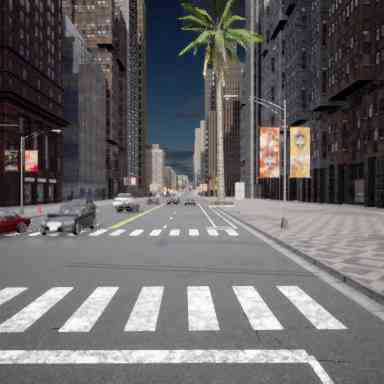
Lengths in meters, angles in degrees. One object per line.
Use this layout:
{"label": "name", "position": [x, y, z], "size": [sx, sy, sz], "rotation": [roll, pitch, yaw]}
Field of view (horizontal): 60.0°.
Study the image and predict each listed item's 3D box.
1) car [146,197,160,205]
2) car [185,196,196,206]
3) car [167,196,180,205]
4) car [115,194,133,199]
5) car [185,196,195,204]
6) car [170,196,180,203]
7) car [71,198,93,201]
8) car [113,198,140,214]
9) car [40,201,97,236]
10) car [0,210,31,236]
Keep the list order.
{"label": "car", "position": [-6.853, 1.609, 58.869], "size": [1.994, 1.385, 4.181], "rotation": [0, 0, 0]}
{"label": "car", "position": [-0.322, 1.586, 56.102], "size": [2.033, 1.411, 5.357], "rotation": [0, 0, 0]}
{"label": "car", "position": [-3.497, 1.647, 59.733], "size": [1.895, 1.301, 4.718], "rotation": [0, 0, -1]}
{"label": "car", "position": [-10.119, 1.247, 49.517], "size": [2.150, 2.045, 5.566], "rotation": [0, 0, 0]}
{"label": "car", "position": [-0.382, 1.539, 66.525], "size": [1.882, 1.535, 5.008], "rotation": [0, 0, 0]}
{"label": "car", "position": [-3.549, 1.595, 69.842], "size": [1.812, 1.442, 4.674], "rotation": [0, 0, 0]}
{"label": "car", "position": [-10.020, 1.360, 29.705], "size": [2.097, 1.767, 4.553], "rotation": [0, 0, 0]}
{"label": "car", "position": [-6.805, 1.612, 35.658], "size": [1.895, 1.301, 4.718], "rotation": [0, 0, 0]}
{"label": "car", "position": [-6.705, 1.495, 18.520], "size": [2.128, 1.511, 4.902], "rotation": [0, 0, 0]}
{"label": "car", "position": [-9.944, 1.603, 16.432], "size": [1.895, 1.301, 4.718], "rotation": [0, 0, 0]}
